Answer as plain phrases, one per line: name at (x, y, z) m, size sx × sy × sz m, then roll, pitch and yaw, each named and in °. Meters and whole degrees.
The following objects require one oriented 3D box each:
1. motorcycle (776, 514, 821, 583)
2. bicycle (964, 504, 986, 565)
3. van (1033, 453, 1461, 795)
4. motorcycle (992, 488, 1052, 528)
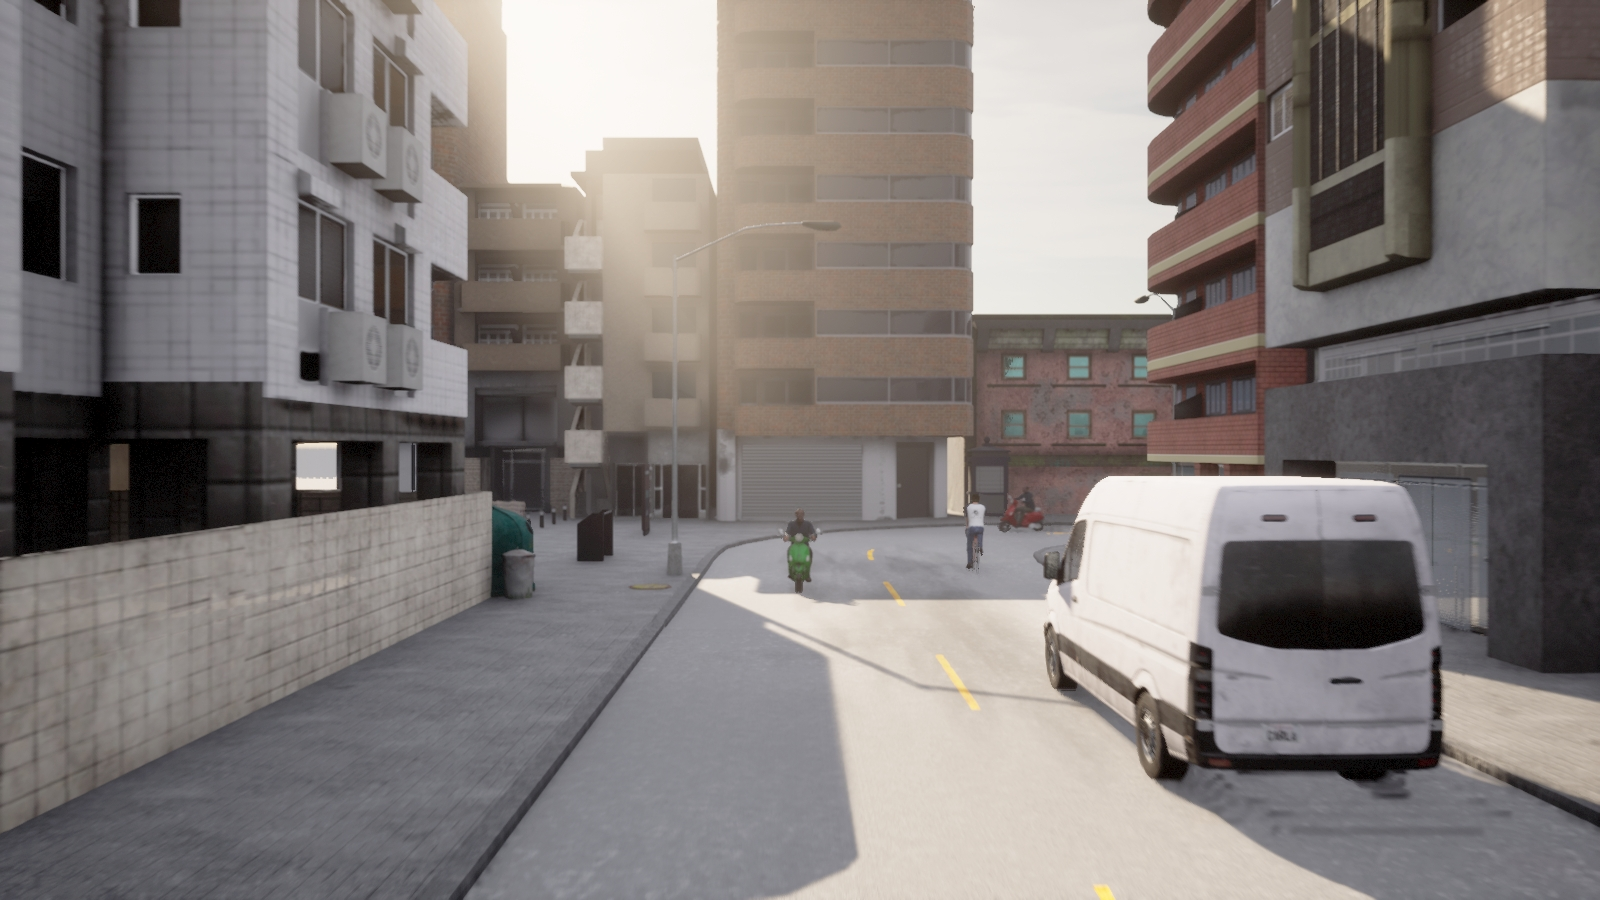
motorcycle at (-0.026, 1.960, 23.046) m, size 0.856 × 1.236 × 1.805 m, roll 0°, pitch 0°, yaw 0°
bicycle at (4.029, 1.934, 26.345) m, size 0.373 × 1.296 × 1.643 m, roll 0°, pitch -1°, yaw 4°
van at (3.952, 1.313, 11.521) m, size 1.988 × 2.561 × 5.915 m, roll 0°, pitch 0°, yaw 0°
motorcycle at (7.557, 1.962, 38.869) m, size 1.805 × 1.236 × 0.856 m, roll 0°, pitch 2°, yaw -21°
